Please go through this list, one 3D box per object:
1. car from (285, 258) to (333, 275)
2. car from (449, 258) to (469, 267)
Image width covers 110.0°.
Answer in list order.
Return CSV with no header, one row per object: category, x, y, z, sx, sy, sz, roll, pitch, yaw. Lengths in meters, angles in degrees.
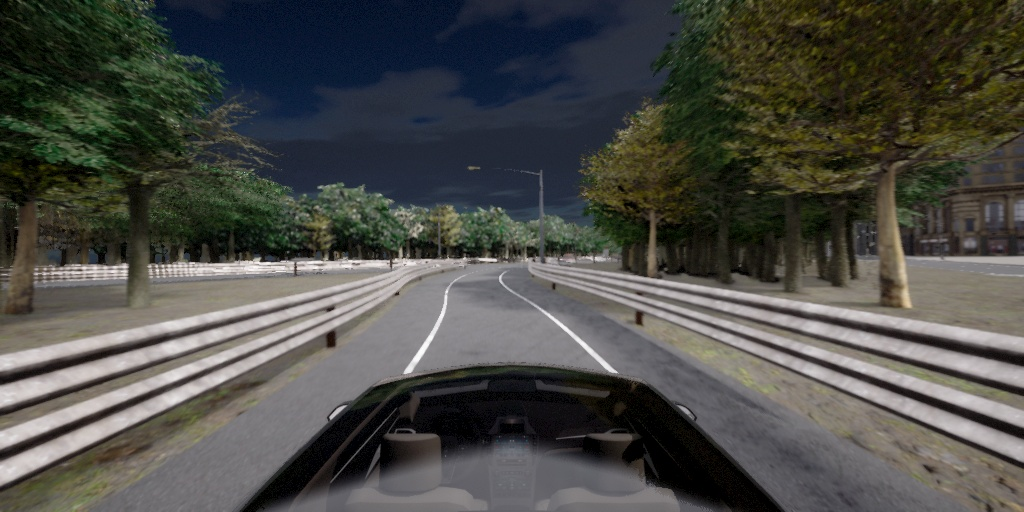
car,-21.861,0.982,38.697,2.097,1.767,4.553,-1,0,36
car,-8.825,0.983,56.492,1.812,1.442,4.674,-1,0,36
